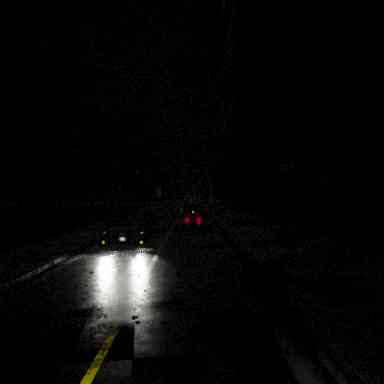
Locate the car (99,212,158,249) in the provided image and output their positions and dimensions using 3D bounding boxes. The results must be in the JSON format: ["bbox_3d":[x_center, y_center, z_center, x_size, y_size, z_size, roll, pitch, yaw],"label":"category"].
[{"bbox_3d":[-2.597,1.564,14.375,1.994,1.385,4.181,0,0,0],"label":"car"}]

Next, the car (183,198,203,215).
[{"bbox_3d":[0.100,1.619,34.061,1.895,1.301,4.718,0,0,0],"label":"car"}]
